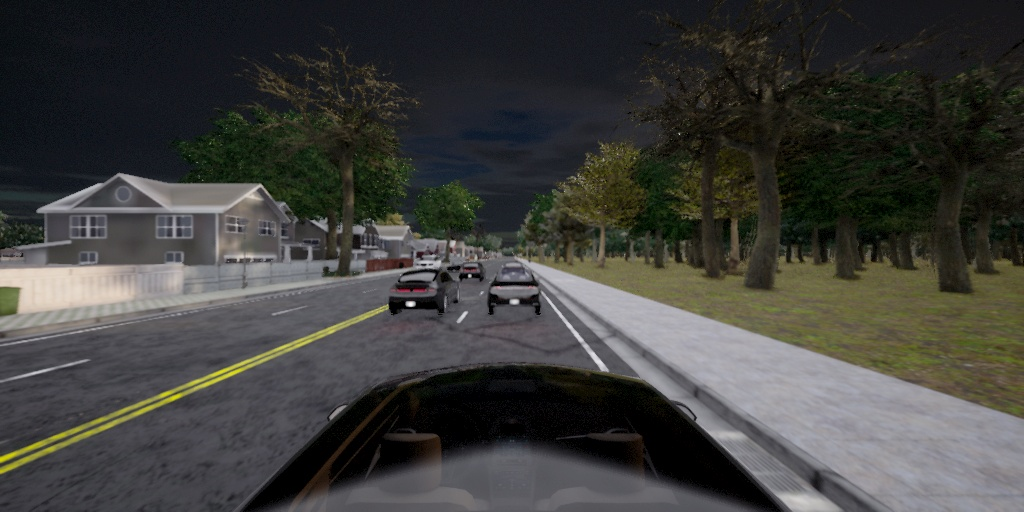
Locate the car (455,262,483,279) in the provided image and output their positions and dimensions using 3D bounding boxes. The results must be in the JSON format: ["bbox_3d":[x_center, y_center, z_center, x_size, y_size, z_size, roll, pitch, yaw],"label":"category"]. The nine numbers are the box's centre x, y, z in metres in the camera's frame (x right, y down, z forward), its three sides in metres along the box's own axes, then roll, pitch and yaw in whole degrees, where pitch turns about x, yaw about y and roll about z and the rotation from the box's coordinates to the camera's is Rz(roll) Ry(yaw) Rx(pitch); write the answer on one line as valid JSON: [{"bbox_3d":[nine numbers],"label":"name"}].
[{"bbox_3d":[-3.144,1.233,29.190,1.837,1.490,4.892,0,0,0],"label":"car"}]

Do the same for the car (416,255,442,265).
[{"bbox_3d":[-9.814,0.939,42.534,2.150,2.045,5.566,0,0,0],"label":"car"}]

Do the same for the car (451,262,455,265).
[{"bbox_3d":[-6.564,1.317,42.810,1.895,1.301,4.718,0,0,0],"label":"car"}]

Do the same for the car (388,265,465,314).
[{"bbox_3d":[-3.157,1.246,13.618,1.837,1.490,4.892,0,0,0],"label":"car"}]

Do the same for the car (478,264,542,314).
[{"bbox_3d":[0.093,1.232,13.759,2.128,1.511,4.902,0,0,0],"label":"car"}]

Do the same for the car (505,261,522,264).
[{"bbox_3d":[0.112,1.205,30.659,1.882,1.535,5.008,0,0,0],"label":"car"}]
